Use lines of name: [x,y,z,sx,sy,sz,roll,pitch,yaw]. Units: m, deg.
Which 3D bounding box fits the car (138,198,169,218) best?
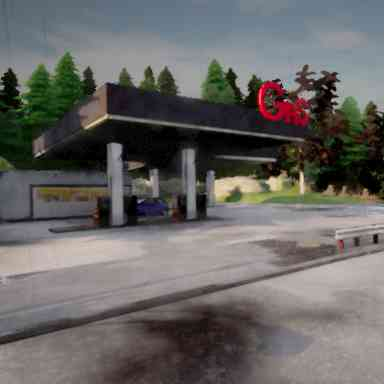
car: [-3.671,1.220,26.294,3.633,1.501,1.845,-1,1,-35]
